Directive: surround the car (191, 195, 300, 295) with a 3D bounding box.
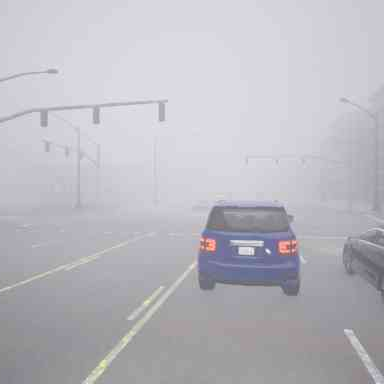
[{"bbox_3d":[1.562,1.221,9.002,2.150,2.045,5.566,0,0,11],"label":"car"}]

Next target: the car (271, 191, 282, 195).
[{"bbox_3d":[19.059,0.707,74.747,2.097,1.767,4.553,0,1,11],"label":"car"}]

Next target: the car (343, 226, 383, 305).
[{"bbox_3d":[4.822,1.492,7.464,2.128,1.511,4.902,0,0,11],"label":"car"}]

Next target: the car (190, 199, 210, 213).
[{"bbox_3d":[0.989,1.496,37.230,2.033,1.411,5.357,0,0,4],"label":"car"}]

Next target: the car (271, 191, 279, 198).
[{"bbox_3d":[21.057,0.609,84.593,1.837,1.490,4.892,0,1,11],"label":"car"}]

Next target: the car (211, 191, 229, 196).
[{"bbox_3d":[4.532,0.952,56.399,2.150,2.045,5.566,0,1,12],"label":"car"}]

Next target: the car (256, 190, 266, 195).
[{"bbox_3d":[15.636,0.904,75.482,1.994,1.385,4.181,0,1,11],"label":"car"}]

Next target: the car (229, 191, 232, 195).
[{"bbox_3d":[7.159,0.727,68.905,2.150,2.045,5.566,0,1,11],"label":"car"}]
